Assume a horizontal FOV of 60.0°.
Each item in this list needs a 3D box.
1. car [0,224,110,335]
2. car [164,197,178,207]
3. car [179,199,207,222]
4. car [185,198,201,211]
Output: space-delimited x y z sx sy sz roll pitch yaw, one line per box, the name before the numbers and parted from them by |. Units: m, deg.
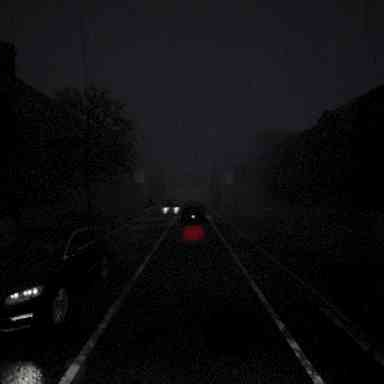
car | -3.102 1.497 7.054 2.128 1.511 4.902 0 0 0
car | -3.091 1.447 50.555 1.882 1.535 5.008 0 0 0
car | 0.090 1.550 26.513 1.837 1.490 4.892 0 0 0
car | 0.084 1.578 42.930 1.994 1.385 4.181 0 0 0
